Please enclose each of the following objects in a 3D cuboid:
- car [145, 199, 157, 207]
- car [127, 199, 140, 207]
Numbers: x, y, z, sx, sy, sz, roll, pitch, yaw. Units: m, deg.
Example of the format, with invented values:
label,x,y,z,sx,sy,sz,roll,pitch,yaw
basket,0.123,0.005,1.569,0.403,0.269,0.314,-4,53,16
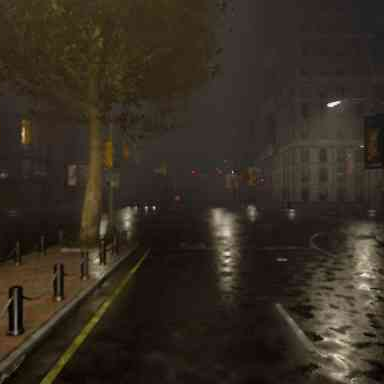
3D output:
label,x,y,z,sx,sy,sz,roll,pitch,yaw
car,-8.014,2.110,65.333,1.837,1.490,4.892,0,0,1
car,-11.509,2.113,65.298,1.837,1.490,4.892,0,0,0
